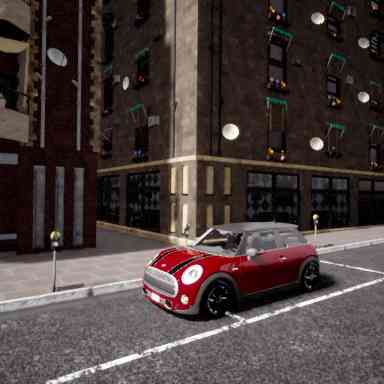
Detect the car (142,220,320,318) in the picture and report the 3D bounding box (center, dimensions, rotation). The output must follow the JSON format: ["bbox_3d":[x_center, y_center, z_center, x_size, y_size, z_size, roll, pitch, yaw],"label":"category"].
[{"bbox_3d":[0.944,1.442,7.358,4.097,1.590,1.967,0,1,-35],"label":"car"}]
